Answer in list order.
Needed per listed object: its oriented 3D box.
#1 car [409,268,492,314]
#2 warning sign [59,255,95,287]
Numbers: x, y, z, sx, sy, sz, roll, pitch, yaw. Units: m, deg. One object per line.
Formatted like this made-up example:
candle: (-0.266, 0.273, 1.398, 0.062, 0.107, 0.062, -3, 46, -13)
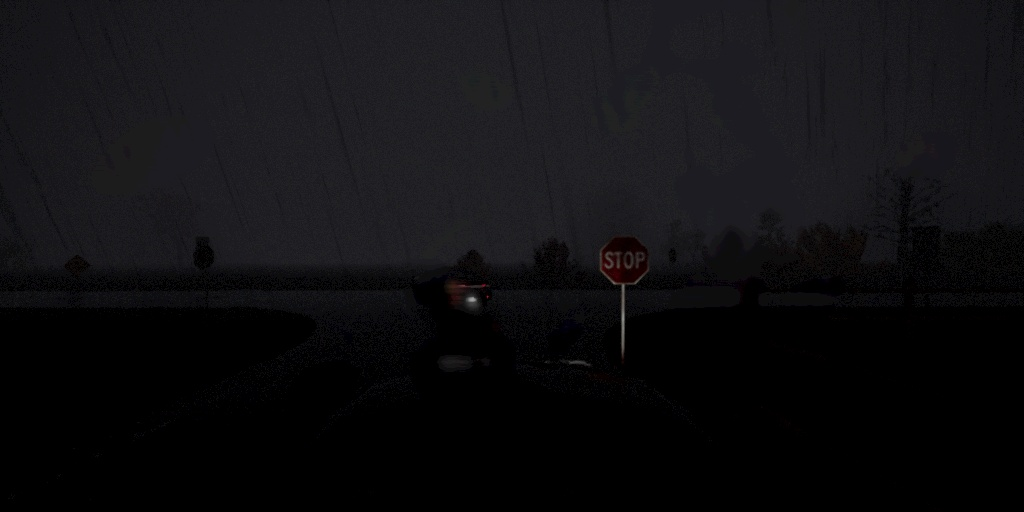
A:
car: (-2.474, 1.191, 13.589, 2.128, 1.511, 4.902, 0, 0, -30)
warning sign: (-25.387, 0.844, 20.916, 1.060, 1.860, 1.300, 0, 0, 0)
